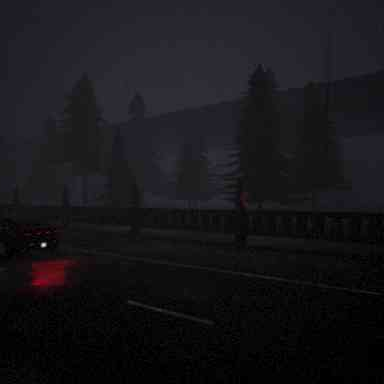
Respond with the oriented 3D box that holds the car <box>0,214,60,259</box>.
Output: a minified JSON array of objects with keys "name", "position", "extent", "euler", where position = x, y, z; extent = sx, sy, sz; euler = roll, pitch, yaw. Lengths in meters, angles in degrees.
[{"name":"car","position":[-7.301,1.655,13.391],"extent":[4.892,1.490,1.837],"euler":[0,0,36]}]
